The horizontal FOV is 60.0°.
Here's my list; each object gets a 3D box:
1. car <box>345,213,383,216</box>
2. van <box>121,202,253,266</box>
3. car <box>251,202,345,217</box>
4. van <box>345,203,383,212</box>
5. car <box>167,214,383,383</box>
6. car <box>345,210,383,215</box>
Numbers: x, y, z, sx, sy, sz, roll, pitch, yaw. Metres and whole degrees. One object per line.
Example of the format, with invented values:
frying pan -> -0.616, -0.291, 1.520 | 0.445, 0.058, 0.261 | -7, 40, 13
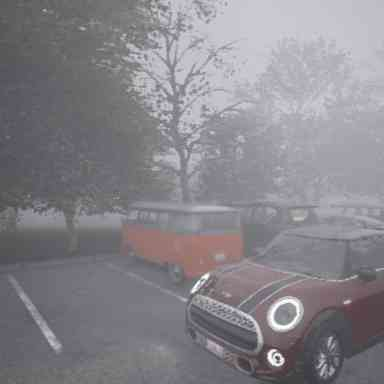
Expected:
car -> 4.210, 1.641, 12.840 | 1.946, 1.575, 5.366 | 1, -1, -36
van -> -0.569, 1.314, 9.800 | 1.878, 1.987, 4.442 | 1, -1, -36
car -> 1.837, 1.337, 11.407 | 2.435, 2.045, 5.566 | 1, -1, -36
van -> 8.544, 1.541, 16.306 | 1.878, 1.987, 4.442 | 2, -1, -36
car -> 2.122, 1.410, 5.507 | 4.553, 1.767, 2.097 | 1, -1, -36
car -> 6.357, 1.706, 14.593 | 2.231, 1.521, 4.892 | 2, -1, -36
